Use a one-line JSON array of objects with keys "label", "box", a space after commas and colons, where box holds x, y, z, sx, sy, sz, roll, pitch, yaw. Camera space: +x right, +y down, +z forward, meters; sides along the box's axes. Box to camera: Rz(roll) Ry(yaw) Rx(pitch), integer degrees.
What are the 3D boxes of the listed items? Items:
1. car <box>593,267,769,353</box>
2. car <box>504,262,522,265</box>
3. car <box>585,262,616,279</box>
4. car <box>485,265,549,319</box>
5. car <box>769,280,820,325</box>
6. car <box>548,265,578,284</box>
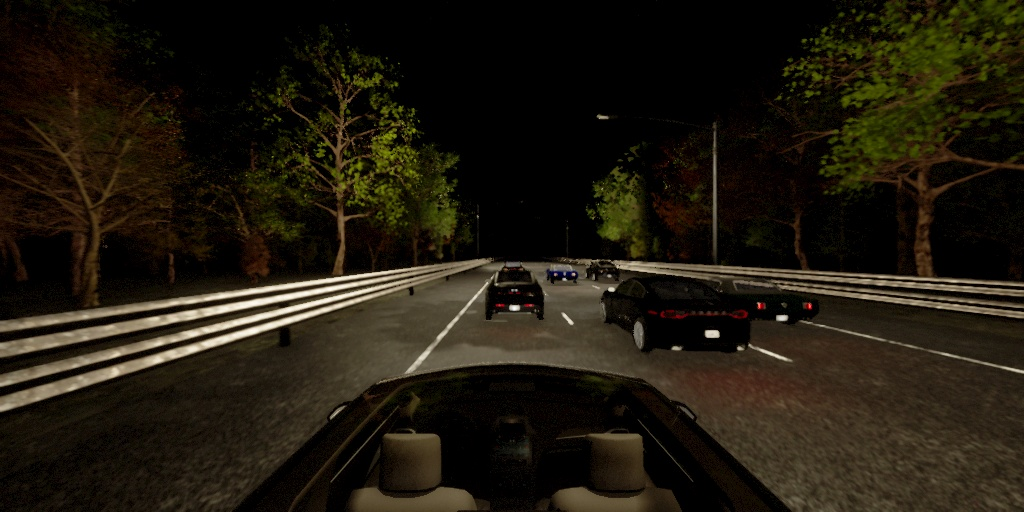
[{"label": "car", "box": [3.570, 1.211, 8.837, 1.882, 1.535, 5.008, 0, 0, 0]}, {"label": "car", "box": [0.084, 1.176, 28.189, 2.128, 1.511, 4.902, 0, 0, 0]}, {"label": "car", "box": [7.083, 1.189, 28.476, 1.837, 1.490, 4.892, 0, 0, 0]}, {"label": "car", "box": [0.083, 1.229, 12.700, 1.837, 1.490, 4.892, 0, 0, 0]}, {"label": "car", "box": [7.082, 1.328, 11.605, 1.895, 1.301, 4.718, 0, 0, 0]}, {"label": "car", "box": [3.580, 1.290, 26.595, 1.895, 1.301, 4.718, 0, 0, 0]}]
